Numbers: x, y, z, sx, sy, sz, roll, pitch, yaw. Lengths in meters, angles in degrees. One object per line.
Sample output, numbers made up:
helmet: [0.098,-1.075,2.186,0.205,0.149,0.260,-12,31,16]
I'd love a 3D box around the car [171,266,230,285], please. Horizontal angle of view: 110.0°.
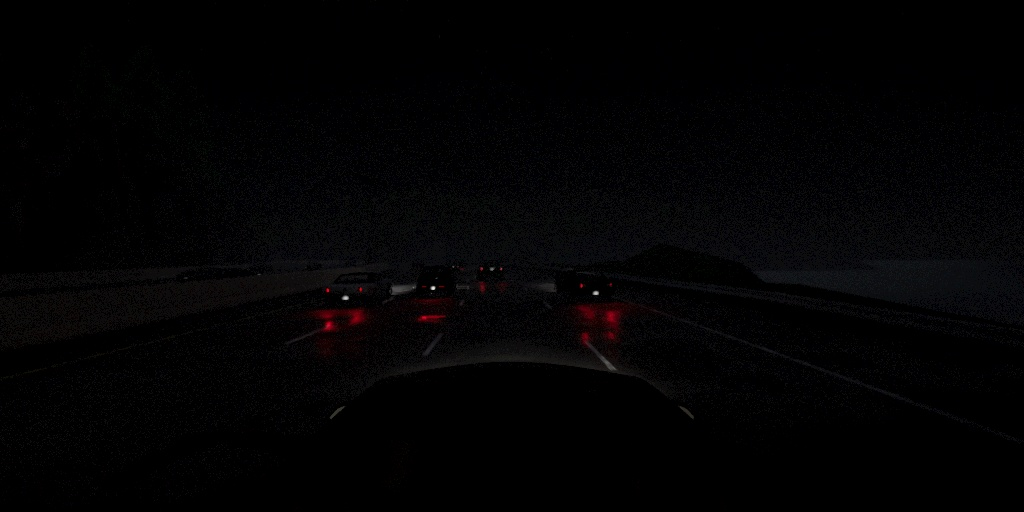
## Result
car: [-27.117,1.640,31.416,1.994,1.385,4.181,-1,0,-10]

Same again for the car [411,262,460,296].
car: [-4.084,1.295,19.778,1.837,1.490,4.892,0,0,-6]

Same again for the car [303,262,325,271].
car: [-28.106,1.601,51.195,1.812,1.442,4.674,-1,0,-16]

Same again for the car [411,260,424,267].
car: [-15.603,1.389,59.132,1.882,1.535,5.008,0,0,-19]

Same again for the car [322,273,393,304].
car: [-7.077,1.431,16.977,1.895,1.301,4.718,-1,0,-5]

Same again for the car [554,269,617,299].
car: [3.390,1.298,17.604,1.895,1.301,4.718,-1,0,-5]

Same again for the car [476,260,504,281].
car: [-1.959,1.108,30.880,2.097,1.767,4.553,-1,0,-9]

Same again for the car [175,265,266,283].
car: [-18.857,1.523,23.443,2.033,1.411,5.357,-1,0,-7]

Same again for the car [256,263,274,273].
car: [-35.040,1.711,50.077,2.033,1.411,5.357,-1,0,-16]

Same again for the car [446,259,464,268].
car: [-7.765,1.368,45.307,2.033,1.411,5.357,-1,0,-16]
